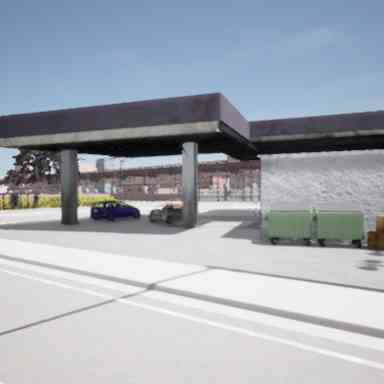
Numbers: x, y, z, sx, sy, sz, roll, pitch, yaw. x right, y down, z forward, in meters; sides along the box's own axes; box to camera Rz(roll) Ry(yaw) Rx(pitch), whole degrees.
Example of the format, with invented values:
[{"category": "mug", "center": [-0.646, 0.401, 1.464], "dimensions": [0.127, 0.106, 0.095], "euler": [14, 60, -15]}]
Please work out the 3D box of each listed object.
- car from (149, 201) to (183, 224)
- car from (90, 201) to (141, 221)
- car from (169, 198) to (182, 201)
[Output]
[{"category": "car", "center": [-1.570, 1.686, 26.420], "dimensions": [1.970, 1.475, 3.806], "euler": [-1, -1, 37]}, {"category": "car", "center": [-6.646, 1.606, 29.222], "dimensions": [2.242, 1.667, 4.611], "euler": [-1, -1, 37]}, {"category": "car", "center": [-1.899, 1.739, 51.989], "dimensions": [2.097, 1.767, 4.553], "euler": [-1, 0, 36]}]
